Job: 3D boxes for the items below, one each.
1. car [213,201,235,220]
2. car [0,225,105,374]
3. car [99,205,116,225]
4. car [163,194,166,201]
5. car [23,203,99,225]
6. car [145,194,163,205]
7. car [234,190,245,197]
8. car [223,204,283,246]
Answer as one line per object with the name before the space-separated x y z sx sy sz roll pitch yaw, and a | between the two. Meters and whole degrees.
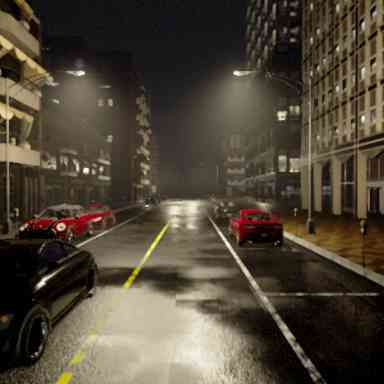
car | 2.613 1.359 25.736 2.008 1.369 4.403 0 0 0
car | -3.006 1.523 5.560 1.994 1.385 4.181 0 0 0
car | -5.750 1.436 20.062 1.802 1.307 4.206 0 0 0
car | -5.855 1.166 53.952 2.008 1.369 4.403 0 0 0
car | -5.732 1.336 14.412 1.967 1.590 4.097 0 0 0
car | -5.838 1.205 48.304 2.008 1.369 4.403 0 0 0
car | 14.427 0.409 86.889 5.009 1.841 2.192 -1 2 -1
car | 2.648 1.435 14.439 1.887 1.381 4.507 0 0 0
